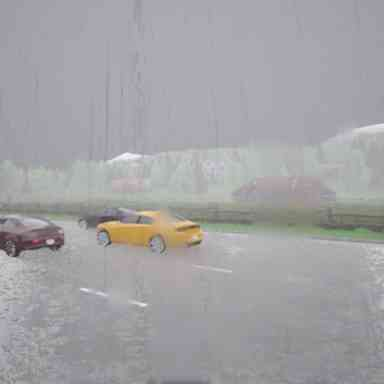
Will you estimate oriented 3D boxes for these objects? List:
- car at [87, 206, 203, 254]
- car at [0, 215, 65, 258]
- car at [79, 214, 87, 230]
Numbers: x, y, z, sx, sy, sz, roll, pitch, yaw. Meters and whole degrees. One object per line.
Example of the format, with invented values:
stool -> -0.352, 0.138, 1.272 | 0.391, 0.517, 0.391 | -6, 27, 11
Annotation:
car -> -1.910, 1.550, 13.948 | 5.008, 1.535, 1.882 | 0, 0, 36
car -> -6.936, 1.626, 13.238 | 4.674, 1.442, 1.812 | -1, 0, 36
car -> -4.830, 1.596, 20.323 | 5.008, 1.535, 1.882 | -1, 0, 35
